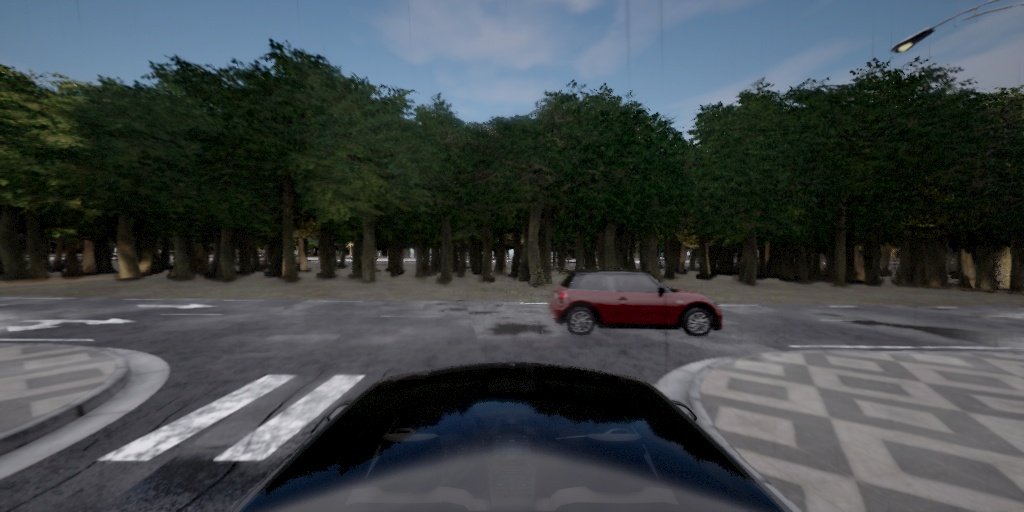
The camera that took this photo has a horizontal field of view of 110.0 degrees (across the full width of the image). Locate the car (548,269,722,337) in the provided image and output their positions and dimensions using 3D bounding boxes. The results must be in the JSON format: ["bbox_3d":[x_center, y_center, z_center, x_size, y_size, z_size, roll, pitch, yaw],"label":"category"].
[{"bbox_3d":[3.358,1.182,10.161,4.553,1.767,2.097,1,0,-1],"label":"car"}]
